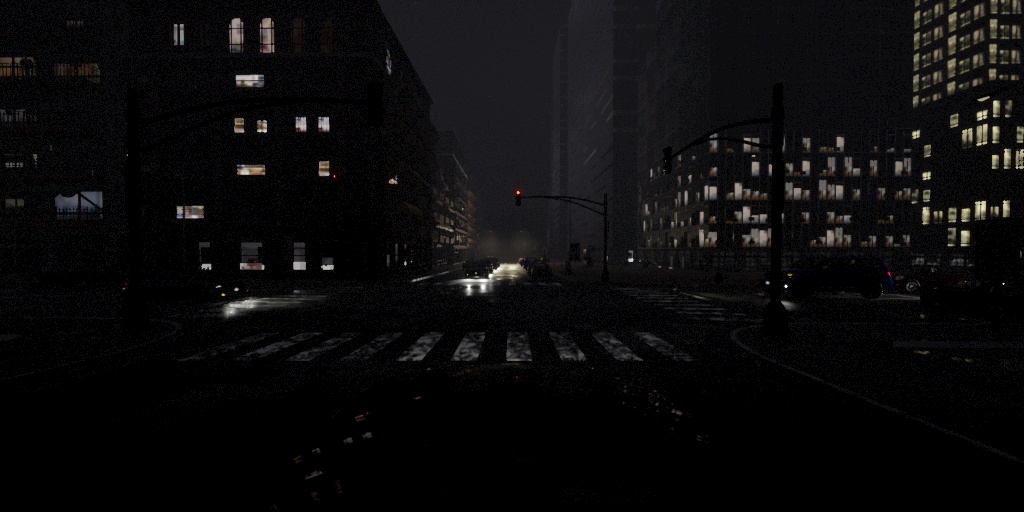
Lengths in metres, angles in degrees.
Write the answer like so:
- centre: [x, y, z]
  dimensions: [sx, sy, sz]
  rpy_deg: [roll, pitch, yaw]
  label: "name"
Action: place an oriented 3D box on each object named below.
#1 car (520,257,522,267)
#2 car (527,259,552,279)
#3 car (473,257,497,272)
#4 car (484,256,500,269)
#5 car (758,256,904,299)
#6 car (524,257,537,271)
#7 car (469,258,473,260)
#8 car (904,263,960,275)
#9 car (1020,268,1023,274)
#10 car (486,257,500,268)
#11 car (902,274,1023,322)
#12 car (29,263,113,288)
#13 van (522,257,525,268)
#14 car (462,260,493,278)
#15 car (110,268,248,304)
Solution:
- centre: [2.607, 1.240, 55.097]
  dimensions: [1.888, 1.381, 4.507]
  rpy_deg: [0, 0, 0]
  label: "car"
- centre: [2.628, 1.272, 32.513]
  dimensions: [1.888, 1.381, 4.507]
  rpy_deg: [0, 0, 0]
  label: "car"
- centre: [-3.134, 1.220, 41.590]
  dimensions: [1.837, 1.490, 4.892]
  rpy_deg: [0, 0, 0]
  label: "car"
- centre: [-3.130, 1.054, 50.826]
  dimensions: [2.097, 1.767, 4.553]
  rpy_deg: [0, 0, 0]
  label: "car"
- centre: [15.724, 1.020, 18.136]
  dimensions: [5.566, 2.045, 2.150]
  rpy_deg: [0, 1, 1]
  label: "car"
- centre: [2.623, 1.159, 38.159]
  dimensions: [1.967, 1.591, 4.097]
  rpy_deg: [0, 0, 0]
  label: "car"
- centre: [-5.735, 1.270, 49.410]
  dimensions: [1.948, 1.339, 4.313]
  rpy_deg: [0, 0, 0]
  label: "car"
- centre: [23.356, 1.230, 20.773]
  dimensions: [4.097, 1.591, 1.967]
  rpy_deg: [0, 0, 1]
  label: "car"
- centre: [25.745, 1.336, 18.009]
  dimensions: [4.902, 1.511, 2.128]
  rpy_deg: [0, 1, 1]
  label: "car"
- centre: [-3.115, 1.037, 60.734]
  dimensions: [2.097, 1.767, 4.553]
  rpy_deg: [0, 0, 0]
  label: "car"
- centre: [16.705, 1.445, 12.219]
  dimensions: [4.403, 1.370, 2.007]
  rpy_deg: [0, 0, 1]
  label: "car"
- centre: [-25.875, 1.110, 21.377]
  dimensions: [4.507, 1.381, 1.888]
  rpy_deg: [0, 0, 1]
  label: "car"
- centre: [2.613, 1.045, 49.451]
  dimensions: [1.690, 1.789, 3.998]
  rpy_deg: [0, 0, 0]
  label: "van"
- centre: [-3.119, 1.290, 32.851]
  dimensions: [1.994, 1.385, 4.181]
  rpy_deg: [0, 0, 0]
  label: "car"
- centre: [-13.976, 1.272, 15.486]
  dimensions: [4.181, 1.385, 1.994]
  rpy_deg: [0, 1, -3]
  label: "car"
